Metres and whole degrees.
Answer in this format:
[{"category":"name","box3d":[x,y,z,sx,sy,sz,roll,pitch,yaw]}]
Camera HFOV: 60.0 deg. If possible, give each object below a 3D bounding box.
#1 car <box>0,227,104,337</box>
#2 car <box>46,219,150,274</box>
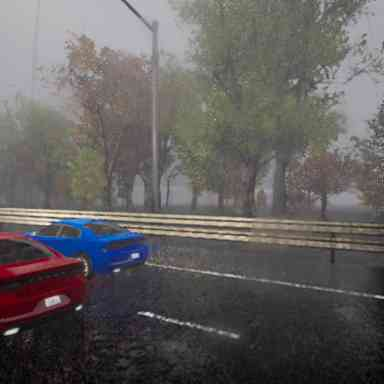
[{"category":"car","box3d":[-4.224,1.536,6.452,5.008,1.535,1.882,0,0,33]},{"category":"car","box3d":[-3.585,1.562,10.197,5.008,1.535,1.882,0,0,33]}]
